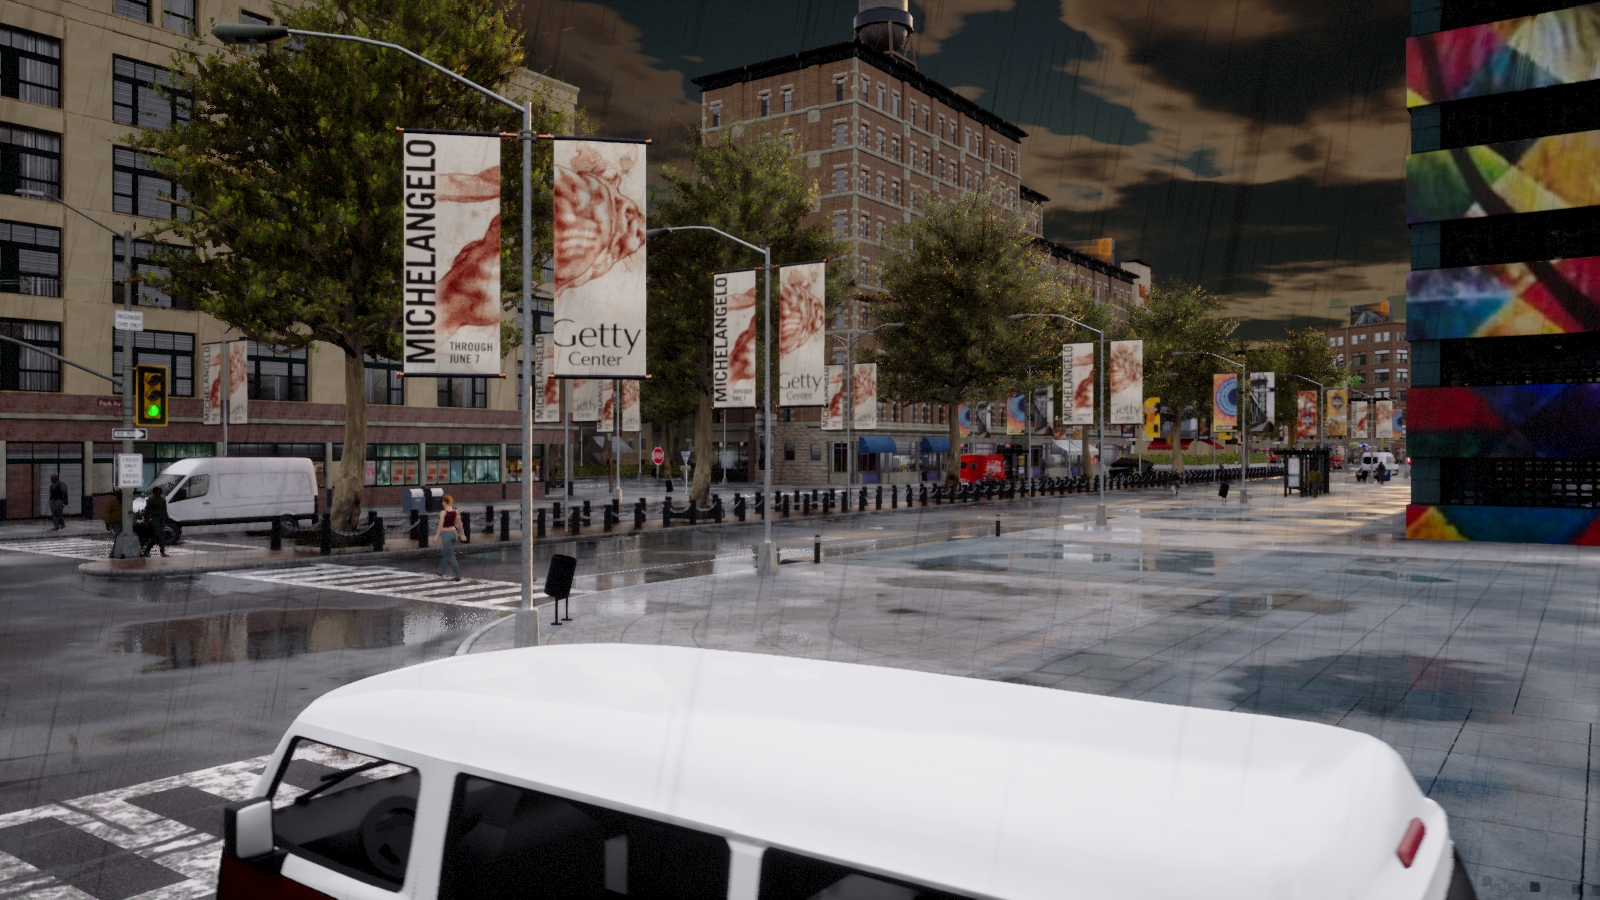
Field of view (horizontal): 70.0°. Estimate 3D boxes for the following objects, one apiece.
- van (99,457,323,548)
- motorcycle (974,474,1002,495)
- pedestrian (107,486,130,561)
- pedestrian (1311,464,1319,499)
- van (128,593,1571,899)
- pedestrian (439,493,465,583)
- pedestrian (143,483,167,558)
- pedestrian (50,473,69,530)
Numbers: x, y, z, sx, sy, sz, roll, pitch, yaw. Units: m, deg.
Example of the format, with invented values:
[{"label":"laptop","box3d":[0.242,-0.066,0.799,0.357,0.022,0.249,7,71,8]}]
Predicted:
[{"label":"van","box3d":[-18.114,1.521,35.464,1.988,2.561,5.915,0,0,36]},{"label":"motorcycle","box3d":[11.896,2.157,72.236,0.764,1.277,2.356,0,0,35]},{"label":"pedestrian","box3d":[-17.085,1.836,28.652,0.375,1.860,0.375,0,0,31]},{"label":"pedestrian","box3d":[27.660,1.691,61.372,0.375,1.860,0.375,0,0,24]},{"label":"van","box3d":[-0.111,1.783,3.882,4.480,2.038,2.069,0,0,35]},{"label":"pedestrian","box3d":[-7.325,1.841,24.046,0.375,1.860,0.375,0,0,32]},{"label":"pedestrian","box3d":[-16.077,1.748,28.477,0.375,1.860,0.375,0,0,26]},{"label":"pedestrian","box3d":[-24.161,1.680,37.283,0.375,1.860,0.375,0,0,13]}]
